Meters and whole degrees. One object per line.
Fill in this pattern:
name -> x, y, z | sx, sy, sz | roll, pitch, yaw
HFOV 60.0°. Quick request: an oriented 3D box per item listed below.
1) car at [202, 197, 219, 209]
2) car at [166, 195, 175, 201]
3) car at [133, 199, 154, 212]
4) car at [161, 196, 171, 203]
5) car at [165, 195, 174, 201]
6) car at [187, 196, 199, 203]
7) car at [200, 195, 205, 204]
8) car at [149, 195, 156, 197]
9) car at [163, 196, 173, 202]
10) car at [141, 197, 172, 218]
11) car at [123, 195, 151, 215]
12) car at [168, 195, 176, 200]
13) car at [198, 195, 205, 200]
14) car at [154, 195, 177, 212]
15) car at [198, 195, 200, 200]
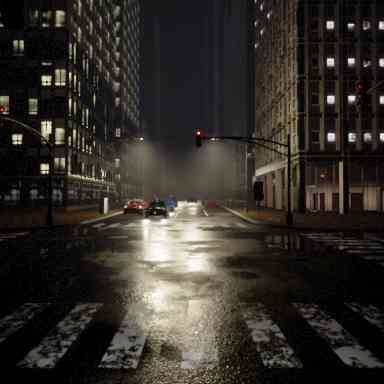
car -> 2.682, 1.599, 44.938 | 1.802, 1.307, 4.206 | 1, 0, 0
car -> -5.718, 1.587, 89.473 | 2.008, 1.369, 4.403 | 1, 0, 0
car -> -5.695, 1.597, 39.297 | 1.802, 1.307, 4.206 | 1, 0, 0
car -> -5.710, 1.573, 72.748 | 1.887, 1.381, 4.507 | 1, 0, 0
car -> -5.715, 1.578, 83.898 | 1.887, 1.381, 4.507 | 1, 0, 0
car -> 0.044, 1.589, 70.996 | 1.994, 1.385, 4.181 | 0, 0, 0
car -> 2.679, 1.547, 56.264 | 1.752, 1.417, 4.829 | 1, 0, 0
car -> -5.692, 1.332, 44.872 | 2.192, 1.841, 5.009 | 1, 0, 0
car -> -5.712, 1.581, 78.323 | 2.008, 1.369, 4.403 | 1, 0, 0
car -> -3.113, 1.516, 30.305 | 1.837, 1.490, 4.892 | 0, 0, 0
car -> -5.689, 1.453, 33.722 | 1.967, 1.590, 4.097 | 1, 0, 0
car -> -5.721, 1.604, 95.048 | 1.947, 1.339, 4.313 | 1, 0, 0
car -> 2.660, 1.583, 95.134 | 1.887, 1.381, 4.507 | 1, 0, 0
car -> -3.115, 1.493, 39.810 | 1.882, 1.535, 5.008 | 0, 0, 0
car -> 2.675, 1.590, 61.671 | 1.947, 1.339, 4.313 | 1, 0, 0
